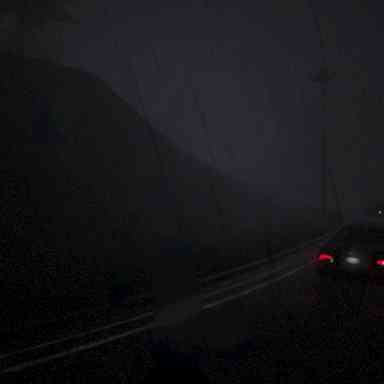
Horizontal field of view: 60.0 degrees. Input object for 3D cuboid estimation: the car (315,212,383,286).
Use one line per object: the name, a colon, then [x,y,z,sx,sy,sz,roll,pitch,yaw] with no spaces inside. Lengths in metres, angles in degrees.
car: [5.040,1.530,9.217,2.033,1.411,5.357,-1,0,38]

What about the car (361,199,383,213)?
car: [16.563,1.436,29.990,1.837,1.490,4.892,0,0,21]
